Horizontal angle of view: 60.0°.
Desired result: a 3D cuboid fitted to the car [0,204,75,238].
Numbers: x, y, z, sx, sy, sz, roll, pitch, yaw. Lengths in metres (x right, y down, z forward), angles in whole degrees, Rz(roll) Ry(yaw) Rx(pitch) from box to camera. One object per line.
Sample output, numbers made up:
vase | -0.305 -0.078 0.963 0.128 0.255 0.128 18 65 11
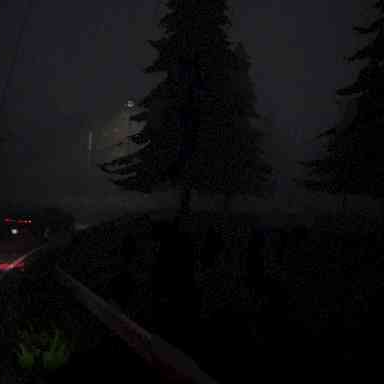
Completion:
car | -7.402 1.383 16.490 1.837 1.490 4.892 4 1 2
